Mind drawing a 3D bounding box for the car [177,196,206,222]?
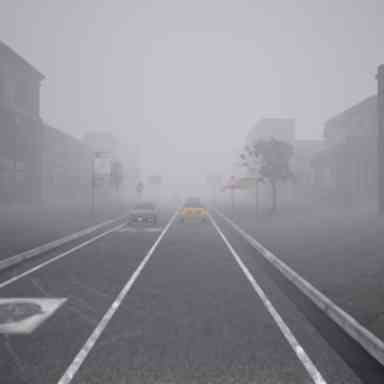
[{"bbox_3d":[0.105,1.311,24.674,1.801,1.575,5.366,0,1,0],"label":"car"}]

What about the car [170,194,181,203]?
[{"bbox_3d":[-3.003,1.172,64.424,2.097,1.767,4.553,0,-1,0],"label":"car"}]

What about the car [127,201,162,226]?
[{"bbox_3d":[-3.090,1.376,22.193,1.837,1.490,4.892,0,0,0],"label":"car"}]

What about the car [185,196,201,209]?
[{"bbox_3d":[0.107,1.237,41.332,1.837,1.490,4.892,0,0,0],"label":"car"}]
